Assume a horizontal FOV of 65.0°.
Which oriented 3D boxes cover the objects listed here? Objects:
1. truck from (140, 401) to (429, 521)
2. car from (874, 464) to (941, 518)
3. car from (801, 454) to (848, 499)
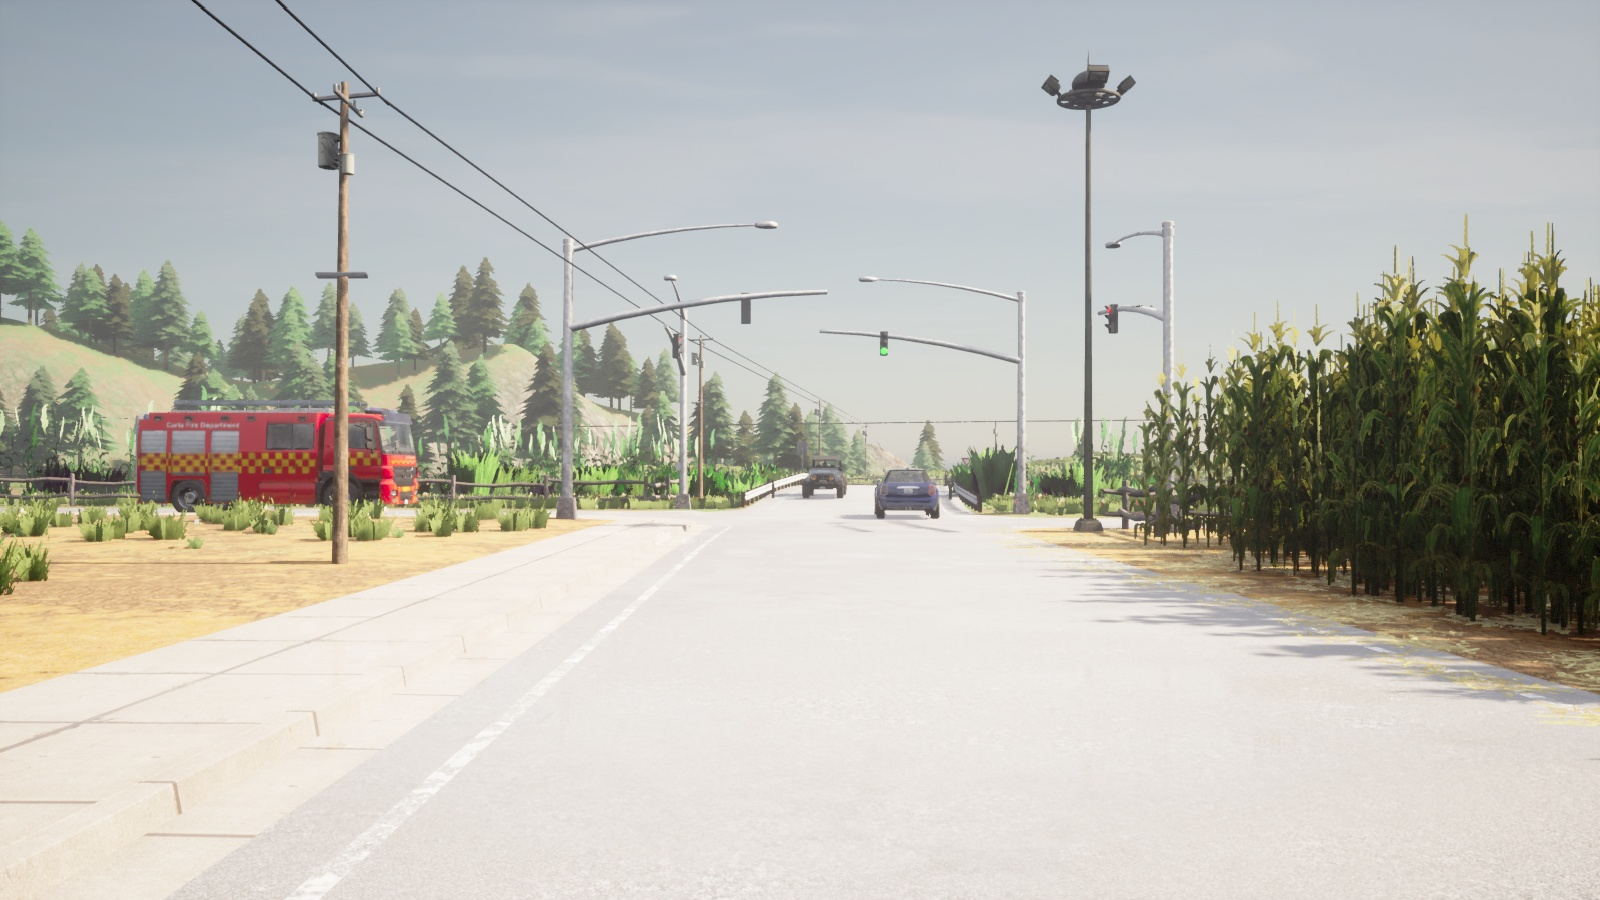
[{"bbox_3d":[-17.020,0.384,41.824,8.468,3.827,2.891,0,-1,2],"label":"truck"},{"bbox_3d":[3.650,1.386,43.405,2.097,1.767,4.553,0,-1,2],"label":"car"},{"bbox_3d":[1.189,1.222,58.882,1.905,1.878,3.866,0,2,5],"label":"car"}]
